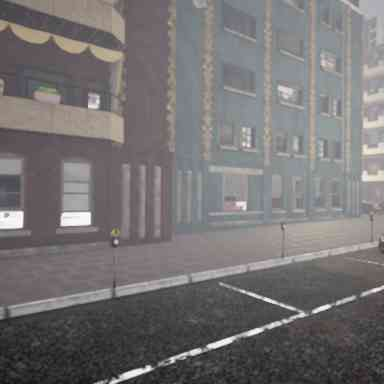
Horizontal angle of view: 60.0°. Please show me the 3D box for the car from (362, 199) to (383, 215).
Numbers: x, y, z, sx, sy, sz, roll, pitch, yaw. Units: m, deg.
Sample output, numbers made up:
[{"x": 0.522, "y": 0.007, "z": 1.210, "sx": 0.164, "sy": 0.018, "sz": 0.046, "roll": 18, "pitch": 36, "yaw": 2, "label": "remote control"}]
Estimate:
[{"x": 15.275, "y": 1.240, "z": 31.986, "sx": 2.192, "sy": 1.841, "sz": 5.009, "roll": 1, "pitch": 0, "yaw": -36, "label": "car"}]

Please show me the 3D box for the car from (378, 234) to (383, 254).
[{"x": 8.473, "y": 1.585, "z": 12.115, "sx": 4.206, "sy": 1.307, "sz": 1.802, "roll": 0, "pitch": 1, "yaw": -35, "label": "car"}]
